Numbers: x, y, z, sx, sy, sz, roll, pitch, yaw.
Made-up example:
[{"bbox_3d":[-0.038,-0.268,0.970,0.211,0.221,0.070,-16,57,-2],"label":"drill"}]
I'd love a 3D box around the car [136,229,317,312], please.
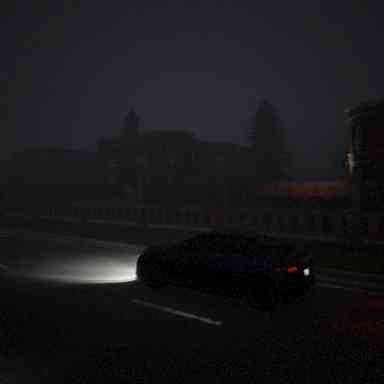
[{"bbox_3d":[0.669,1.569,7.814,4.181,1.385,1.994,0,0,35],"label":"car"}]
